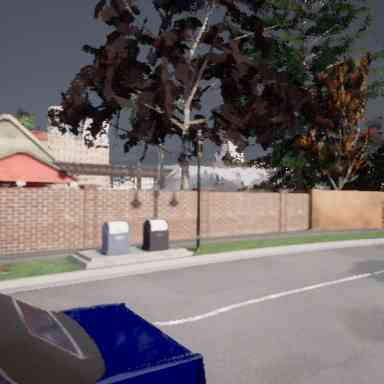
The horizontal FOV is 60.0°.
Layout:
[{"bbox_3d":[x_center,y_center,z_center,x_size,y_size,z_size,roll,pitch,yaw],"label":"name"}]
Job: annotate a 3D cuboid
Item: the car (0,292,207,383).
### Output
[{"bbox_3d":[-2.289,1.598,2.285,4.718,1.301,1.895,1,0,-35],"label":"car"}]
